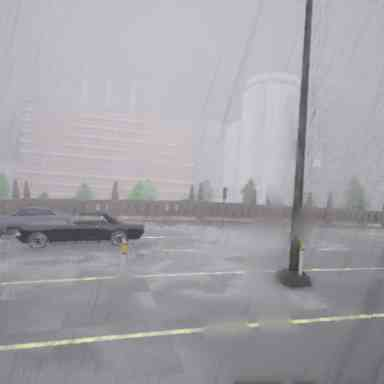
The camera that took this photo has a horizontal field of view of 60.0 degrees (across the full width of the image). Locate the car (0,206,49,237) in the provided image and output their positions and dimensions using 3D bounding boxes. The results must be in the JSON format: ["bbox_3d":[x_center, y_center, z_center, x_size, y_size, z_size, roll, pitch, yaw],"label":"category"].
[{"bbox_3d":[-7.829,1.391,16.076,4.181,1.385,1.994,0,1,-14],"label":"car"}]

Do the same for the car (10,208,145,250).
[{"bbox_3d":[-4.343,1.463,13.347,4.718,1.301,1.895,0,0,-14],"label":"car"}]
